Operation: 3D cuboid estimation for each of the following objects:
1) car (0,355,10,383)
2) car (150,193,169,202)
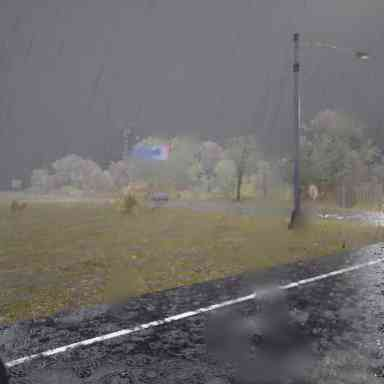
[{"bbox_3d":[-3.531,1.529,1.366,4.902,1.511,2.128,-1,1,-35],"label":"car"},{"bbox_3d":[-5.627,0.953,55.925,1.837,1.490,4.892,-1,1,-33],"label":"car"}]
